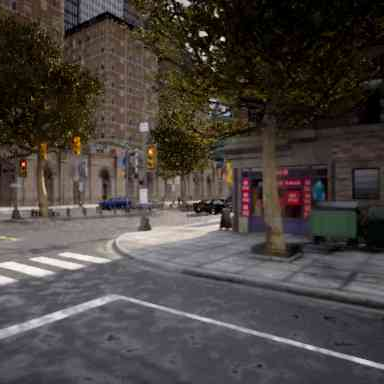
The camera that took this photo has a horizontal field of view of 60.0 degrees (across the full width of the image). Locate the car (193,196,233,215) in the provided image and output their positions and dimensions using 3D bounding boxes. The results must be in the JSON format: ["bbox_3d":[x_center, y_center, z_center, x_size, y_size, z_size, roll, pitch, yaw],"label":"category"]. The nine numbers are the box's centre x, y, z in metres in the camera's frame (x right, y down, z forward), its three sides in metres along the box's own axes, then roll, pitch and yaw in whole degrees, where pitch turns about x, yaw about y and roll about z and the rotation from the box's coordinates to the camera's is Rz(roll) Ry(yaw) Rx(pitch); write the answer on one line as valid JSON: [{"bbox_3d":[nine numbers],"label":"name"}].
[{"bbox_3d":[2.127,1.477,33.976,1.882,1.535,5.008,0,0,36],"label":"car"}]

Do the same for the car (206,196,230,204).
[{"bbox_3d":[5.050,1.542,63.671,2.033,1.411,5.357,0,0,36],"label":"car"}]

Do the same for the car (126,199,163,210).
[{"bbox_3d":[-5.744,1.596,42.848,1.895,1.301,4.718,0,0,36],"label":"car"}]

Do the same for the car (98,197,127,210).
[{"bbox_3d":[-9.873,1.472,43.105,1.882,1.535,5.008,0,0,36],"label":"car"}]

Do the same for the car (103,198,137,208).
[{"bbox_3d":[-10.277,1.589,47.932,1.895,1.301,4.718,0,0,36],"label":"car"}]

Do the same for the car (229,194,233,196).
[{"bbox_3d":[8.414,1.220,62.341,2.150,2.045,5.566,0,0,36],"label":"car"}]
